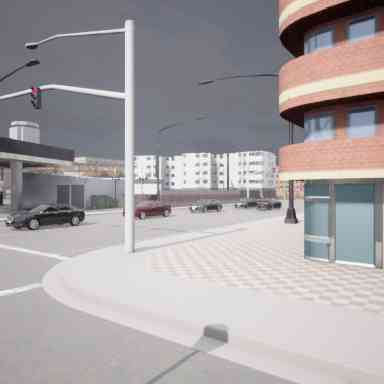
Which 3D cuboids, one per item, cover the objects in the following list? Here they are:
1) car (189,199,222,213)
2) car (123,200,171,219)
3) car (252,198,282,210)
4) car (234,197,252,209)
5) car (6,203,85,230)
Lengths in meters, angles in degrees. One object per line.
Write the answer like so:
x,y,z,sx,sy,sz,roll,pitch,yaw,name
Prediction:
1.581,1.491,36.838,2.128,1.511,4.902,0,0,35,car
-3.838,1.478,28.991,1.882,1.535,5.008,0,0,34,car
9.991,1.491,42.527,2.128,1.511,4.902,0,0,35,car
7.490,1.491,45.364,2.128,1.511,4.902,0,0,35,car
-9.163,1.505,21.211,1.837,1.490,4.892,0,0,34,car
